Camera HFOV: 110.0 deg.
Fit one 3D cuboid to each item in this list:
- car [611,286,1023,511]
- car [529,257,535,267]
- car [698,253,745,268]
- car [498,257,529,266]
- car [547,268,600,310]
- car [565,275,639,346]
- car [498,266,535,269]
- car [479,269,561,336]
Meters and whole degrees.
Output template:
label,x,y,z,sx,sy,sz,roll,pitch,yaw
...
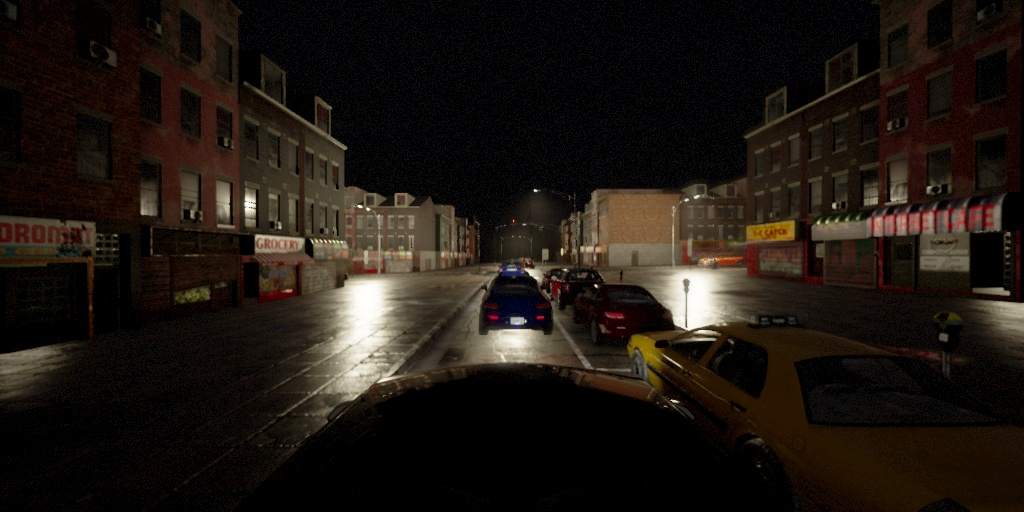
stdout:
label,x,y,z,sx,sy,sz,roll,pitch,yaw
car,2.638,1.274,3.835,1.751,1.417,4.829,0,0,0
car,2.632,1.284,57.405,1.967,1.591,4.097,0,0,0
car,23.587,0.453,40.595,4.553,1.767,2.097,-1,0,0
car,-0.014,1.113,27.727,2.097,1.767,4.553,0,0,0
car,2.637,1.188,14.598,1.967,1.591,4.097,0,0,0
car,2.638,1.329,9.132,1.802,1.307,4.207,0,0,0
car,0.104,1.351,17.828,1.895,1.301,4.718,0,0,0
car,0.074,1.273,10.242,1.812,1.442,4.674,0,0,-1
